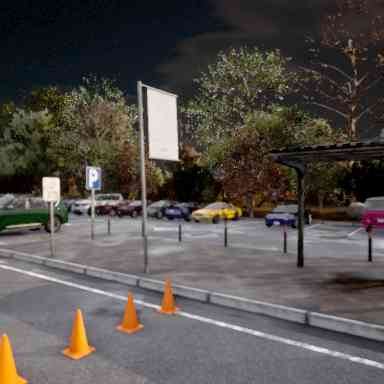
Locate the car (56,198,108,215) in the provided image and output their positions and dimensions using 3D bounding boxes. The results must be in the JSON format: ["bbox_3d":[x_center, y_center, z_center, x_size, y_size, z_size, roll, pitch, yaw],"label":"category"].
[{"bbox_3d":[-11.557,1.460,35.189,2.231,1.521,4.892,0,0,35],"label":"car"}]

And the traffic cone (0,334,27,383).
[{"bbox_3d":[-2.177,1.957,3.880,0.340,0.580,0.340,0,0,35],"label":"traffic cone"}]

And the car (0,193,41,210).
[{"bbox_3d":[-22.924,1.150,43.160,2.435,2.045,5.566,0,0,35],"label":"car"}]

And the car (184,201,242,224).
[{"bbox_3d":[1.958,1.474,25.459,1.946,1.575,5.366,0,0,35],"label":"car"}]

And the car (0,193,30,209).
[{"bbox_3d":[-25.162,1.131,44.804,2.435,2.045,5.566,1,0,35],"label":"car"}]

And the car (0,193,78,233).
[{"bbox_3d":[-9.306,1.220,17.584,2.435,2.045,5.566,0,0,35],"label":"car"}]

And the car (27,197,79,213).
[{"bbox_3d":[-15.991,1.442,38.542,1.946,1.575,5.366,0,0,35],"label":"car"}]

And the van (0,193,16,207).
[{"bbox_3d":[-27.382,1.131,46.474,1.878,1.987,4.442,1,0,35],"label":"van"}]

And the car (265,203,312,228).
[{"bbox_3d":[6.589,1.513,22.393,2.163,1.488,4.792,0,0,35],"label":"car"}]

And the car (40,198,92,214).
[{"bbox_3d":[-13.829,1.453,36.788,2.097,1.535,5.008,0,0,35],"label":"car"}]

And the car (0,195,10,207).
[{"bbox_3d":[-29.613,1.329,48.129,1.946,1.575,5.366,1,0,35],"label":"car"}]

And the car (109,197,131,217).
[{"bbox_3d":[-4.741,1.468,30.407,2.097,1.535,5.008,0,0,35],"label":"car"}]

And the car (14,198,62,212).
[{"bbox_3d":[-18.381,1.466,39.962,2.163,1.488,4.792,0,0,35],"label":"car"}]

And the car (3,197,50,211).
[{"bbox_3d":[-20.624,1.449,41.611,2.163,1.488,4.792,0,0,35],"label":"car"}]

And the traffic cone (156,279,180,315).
[{"bbox_3d":[-0.450,1.957,6.327,0.340,0.580,0.340,0,0,36],"label":"traffic cone"}]

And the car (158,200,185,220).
[{"bbox_3d":[-0.188,1.504,27.232,2.163,1.488,4.792,0,0,35],"label":"car"}]

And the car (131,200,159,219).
[{"bbox_3d":[-2.471,1.472,28.810,2.231,1.521,4.892,0,0,35],"label":"car"}]

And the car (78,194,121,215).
[{"bbox_3d":[-9.301,1.210,33.574,2.435,2.045,5.566,0,0,35],"label":"car"}]

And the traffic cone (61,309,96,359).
[{"bbox_3d":[-1.601,1.957,4.696,0.340,0.580,0.340,0,0,35],"label":"traffic cone"}]

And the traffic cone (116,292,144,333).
[{"bbox_3d":[-1.025,1.957,5.512,0.340,0.580,0.340,0,0,35],"label":"traffic cone"}]

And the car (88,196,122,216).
[{"bbox_3d":[-7.012,1.465,32.004,2.097,1.535,5.008,0,0,35],"label":"car"}]

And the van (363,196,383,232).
[{"bbox_3d":[11.212,1.264,19.318,1.878,1.987,4.442,0,0,35],"label":"van"}]
